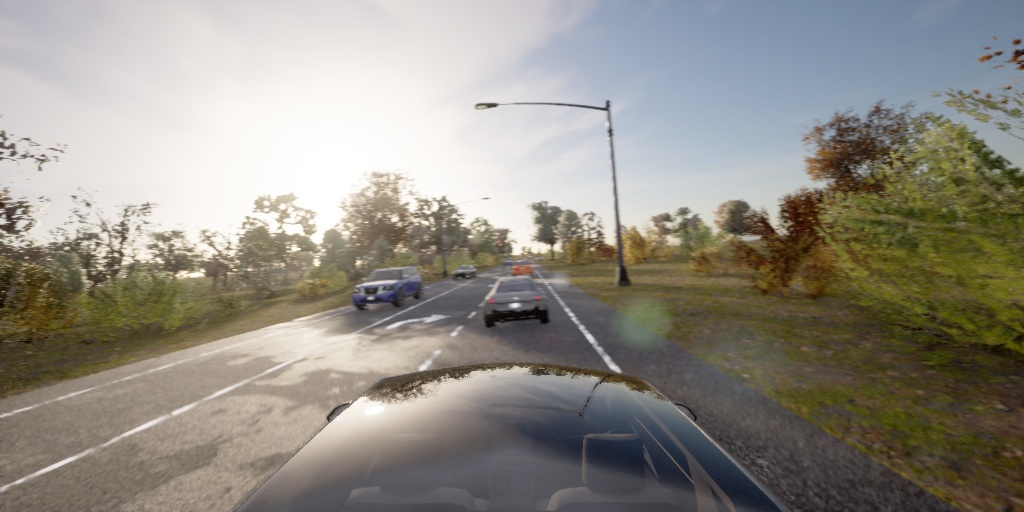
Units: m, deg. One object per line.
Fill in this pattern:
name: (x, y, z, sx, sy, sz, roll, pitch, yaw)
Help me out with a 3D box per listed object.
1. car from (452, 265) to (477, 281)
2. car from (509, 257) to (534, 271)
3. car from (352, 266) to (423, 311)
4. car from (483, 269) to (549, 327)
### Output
car: (-5.435, 1.822, 41.249, 2.097, 1.767, 4.553, -5, 0, 6)
car: (1.129, 1.269, 38.560, 2.097, 1.767, 4.553, -5, 0, 2)
car: (-6.563, 1.639, 19.615, 2.150, 2.045, 5.566, -5, 0, 2)
car: (0.160, 1.377, 12.156, 1.994, 1.385, 4.181, -5, 0, 2)
